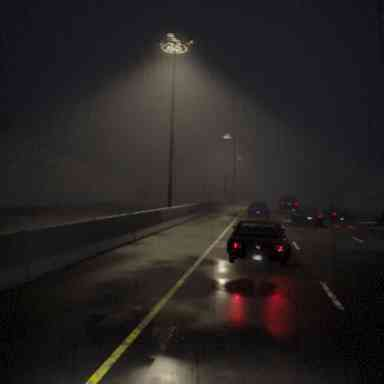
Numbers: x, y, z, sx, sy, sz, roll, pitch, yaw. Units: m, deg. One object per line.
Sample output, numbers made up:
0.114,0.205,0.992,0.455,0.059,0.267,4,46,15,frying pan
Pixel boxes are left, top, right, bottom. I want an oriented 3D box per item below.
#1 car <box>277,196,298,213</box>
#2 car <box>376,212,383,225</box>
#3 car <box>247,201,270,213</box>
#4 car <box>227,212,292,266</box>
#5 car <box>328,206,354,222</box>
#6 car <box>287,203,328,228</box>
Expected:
11.677,1.526,40.490,2.150,2.045,5.566,2,0,11,car
15.813,2.000,25.566,1.812,1.442,4.674,2,0,11,car
6.204,1.621,31.010,1.882,1.535,5.008,2,0,11,car
2.387,1.656,11.998,1.895,1.301,4.718,2,0,11,car
13.220,1.979,30.438,1.895,1.301,4.718,2,0,11,car
8.562,1.798,24.985,1.994,1.385,4.181,2,0,12,car
